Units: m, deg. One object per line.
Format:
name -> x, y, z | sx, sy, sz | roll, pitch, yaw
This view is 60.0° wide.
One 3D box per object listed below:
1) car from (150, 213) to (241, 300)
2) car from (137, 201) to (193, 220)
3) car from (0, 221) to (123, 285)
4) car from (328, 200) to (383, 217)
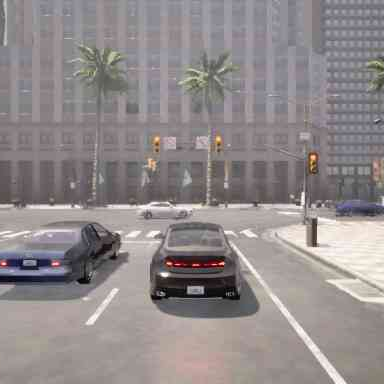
car -> 0.075, 1.505, 8.359 | 1.837, 1.490, 4.892 | 0, 0, 0
car -> -2.256, 1.526, 27.794 | 4.674, 1.442, 1.812 | 0, 0, 0
car -> -3.422, 1.547, 9.553 | 2.033, 1.411, 5.357 | 0, 0, 0
car -> 15.759, 1.525, 31.244 | 4.674, 1.442, 1.812 | 0, 0, 0
